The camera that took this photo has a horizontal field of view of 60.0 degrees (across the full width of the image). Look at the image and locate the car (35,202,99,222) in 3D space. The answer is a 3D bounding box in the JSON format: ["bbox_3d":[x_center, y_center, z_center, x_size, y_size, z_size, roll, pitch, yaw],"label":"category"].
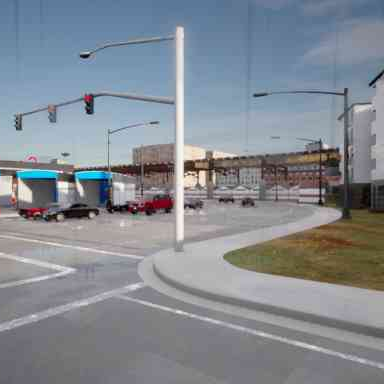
[{"bbox_3d":[-9.567,1.526,26.468,1.812,1.442,4.674,0,0,36],"label":"car"}]

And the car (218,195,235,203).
[{"bbox_3d":[7.106,1.356,69.267,2.097,1.767,4.553,0,0,-18],"label":"car"}]

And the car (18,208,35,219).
[{"bbox_3d":[-12.270,1.601,28.650,1.895,1.301,4.718,0,0,37],"label":"car"}]

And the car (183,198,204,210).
[{"bbox_3d":[0.148,1.547,44.088,2.033,1.411,5.357,0,0,16],"label":"car"}]

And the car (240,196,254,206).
[{"bbox_3d":[9.058,1.504,55.020,1.837,1.490,4.892,0,0,2],"label":"car"}]

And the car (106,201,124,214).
[{"bbox_3d":[-7.084,1.601,36.209,1.895,1.301,4.718,0,0,30],"label":"car"}]

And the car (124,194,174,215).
[{"bbox_3d":[-4.104,1.221,34.405,2.150,2.045,5.566,0,0,30],"label":"car"}]

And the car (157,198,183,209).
[{"bbox_3d":[-2.927,1.547,46.016,2.033,1.411,5.357,0,0,15],"label":"car"}]
